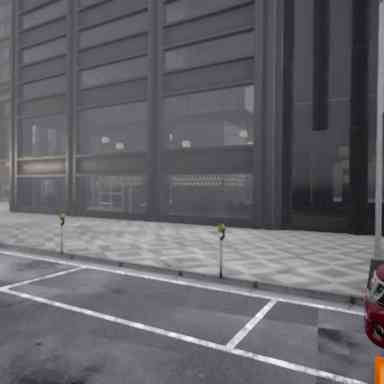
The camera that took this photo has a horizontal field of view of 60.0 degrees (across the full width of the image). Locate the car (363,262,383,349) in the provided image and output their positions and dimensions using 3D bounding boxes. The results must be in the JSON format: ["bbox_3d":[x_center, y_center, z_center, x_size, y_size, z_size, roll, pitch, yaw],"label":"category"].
[{"bbox_3d":[4.719,1.326,3.634,5.009,1.841,2.192,1,1,30],"label":"car"}]
